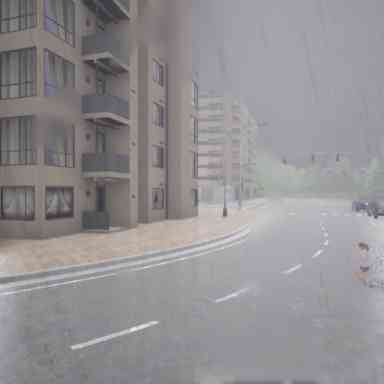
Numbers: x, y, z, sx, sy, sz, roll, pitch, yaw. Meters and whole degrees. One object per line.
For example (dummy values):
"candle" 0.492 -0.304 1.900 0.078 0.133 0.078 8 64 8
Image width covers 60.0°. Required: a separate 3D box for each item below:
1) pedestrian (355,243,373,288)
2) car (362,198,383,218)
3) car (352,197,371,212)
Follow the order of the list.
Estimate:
"pedestrian" 4.049 1.674 7.799 0.500 1.100 0.500 0 0 38
"car" 16.743 1.547 29.272 2.033 1.411 5.357 0 0 19
"car" 19.769 1.352 38.273 2.097 1.767 4.553 0 0 19
